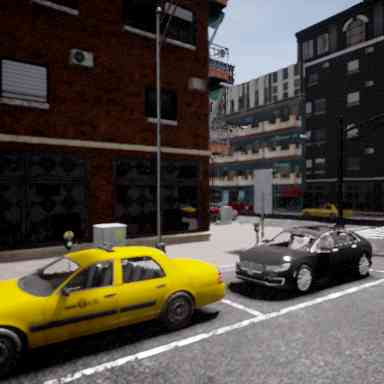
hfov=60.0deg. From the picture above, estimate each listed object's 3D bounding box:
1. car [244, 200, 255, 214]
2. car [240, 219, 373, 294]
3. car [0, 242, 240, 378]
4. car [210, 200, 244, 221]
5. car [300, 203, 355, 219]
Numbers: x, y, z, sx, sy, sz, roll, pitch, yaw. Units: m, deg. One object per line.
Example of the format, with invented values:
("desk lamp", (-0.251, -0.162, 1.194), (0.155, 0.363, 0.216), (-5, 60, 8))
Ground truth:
("car", (5.851, 1.638, 39.190), (1.967, 1.590, 4.097), (-1, 0, -36))
("car", (3.097, 1.603, 8.805), (4.403, 1.369, 2.008), (0, -1, -36))
("car", (-1.643, 1.537, 5.404), (4.829, 1.417, 1.752), (0, -1, -36))
("car", (2.284, 1.689, 29.804), (1.967, 1.590, 4.097), (-1, 0, -36))
("car", (12.220, 1.695, 30.346), (1.752, 1.417, 4.829), (-1, 0, -36))
